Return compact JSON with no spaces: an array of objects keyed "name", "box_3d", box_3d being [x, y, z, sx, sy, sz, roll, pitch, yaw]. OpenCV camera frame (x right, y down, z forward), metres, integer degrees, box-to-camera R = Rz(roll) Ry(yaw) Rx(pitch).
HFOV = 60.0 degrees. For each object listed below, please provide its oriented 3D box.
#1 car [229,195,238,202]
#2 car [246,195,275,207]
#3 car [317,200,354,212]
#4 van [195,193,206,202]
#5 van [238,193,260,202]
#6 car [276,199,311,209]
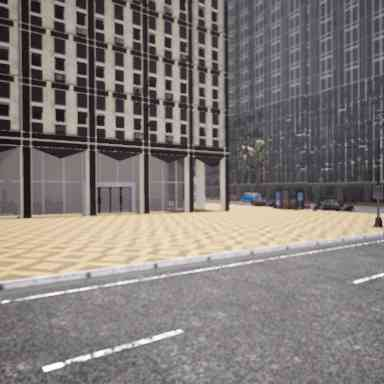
[{"name":"car","box_3d":[8.013,1.288,67.465,1.802,1.307,4.206,0,1,-34]},{"name":"car","box_3d":[10.522,1.517,48.612,1.947,1.339,4.313,0,1,-34]},{"name":"car","box_3d":[16.800,1.622,39.133,1.947,1.339,4.313,0,1,-34]},{"name":"van","box_3d":[1.058,1.135,62.790,1.690,1.788,3.998,0,1,-34]},{"name":"van","box_3d":[11.184,1.100,62.746,1.690,1.788,3.998,0,1,-34]},{"name":"car","box_3d":[13.644,1.586,43.862,1.802,1.307,4.206,0,1,-34]}]
